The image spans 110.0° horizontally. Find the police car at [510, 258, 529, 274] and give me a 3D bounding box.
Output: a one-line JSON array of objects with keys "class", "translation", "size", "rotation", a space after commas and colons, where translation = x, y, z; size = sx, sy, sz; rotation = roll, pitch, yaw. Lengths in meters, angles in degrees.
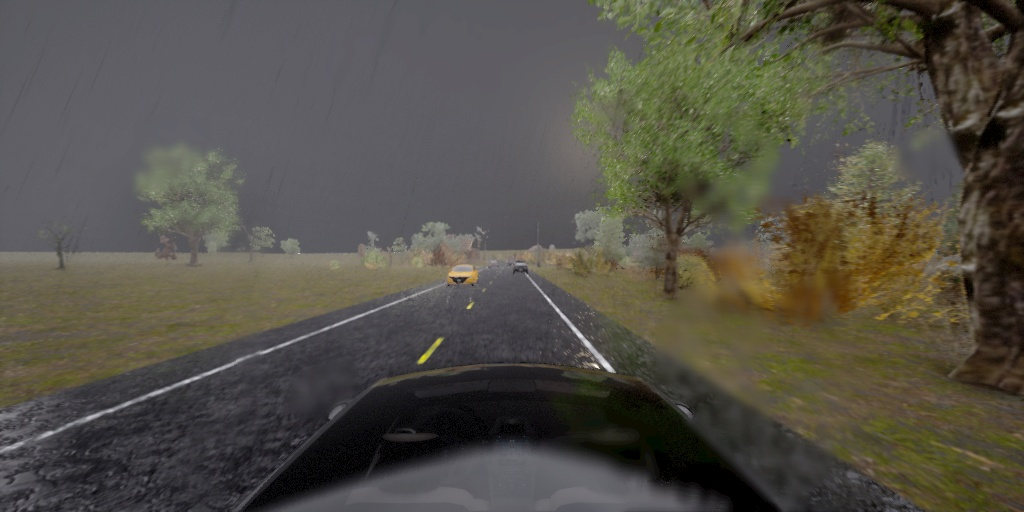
[{"class": "police car", "translation": [1.067, 1.441, 45.237], "size": [1.930, 1.638, 5.238], "rotation": [0, 0, 0]}]

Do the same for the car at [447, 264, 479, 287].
[{"class": "car", "translation": [-3.583, 1.389, 26.801], "size": [1.882, 1.535, 5.008], "rotation": [0, 0, 0]}]

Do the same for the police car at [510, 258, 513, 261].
[{"class": "police car", "translation": [1.070, 1.490, 55.239], "size": [1.930, 1.638, 5.238], "rotation": [0, 0, 0]}]
